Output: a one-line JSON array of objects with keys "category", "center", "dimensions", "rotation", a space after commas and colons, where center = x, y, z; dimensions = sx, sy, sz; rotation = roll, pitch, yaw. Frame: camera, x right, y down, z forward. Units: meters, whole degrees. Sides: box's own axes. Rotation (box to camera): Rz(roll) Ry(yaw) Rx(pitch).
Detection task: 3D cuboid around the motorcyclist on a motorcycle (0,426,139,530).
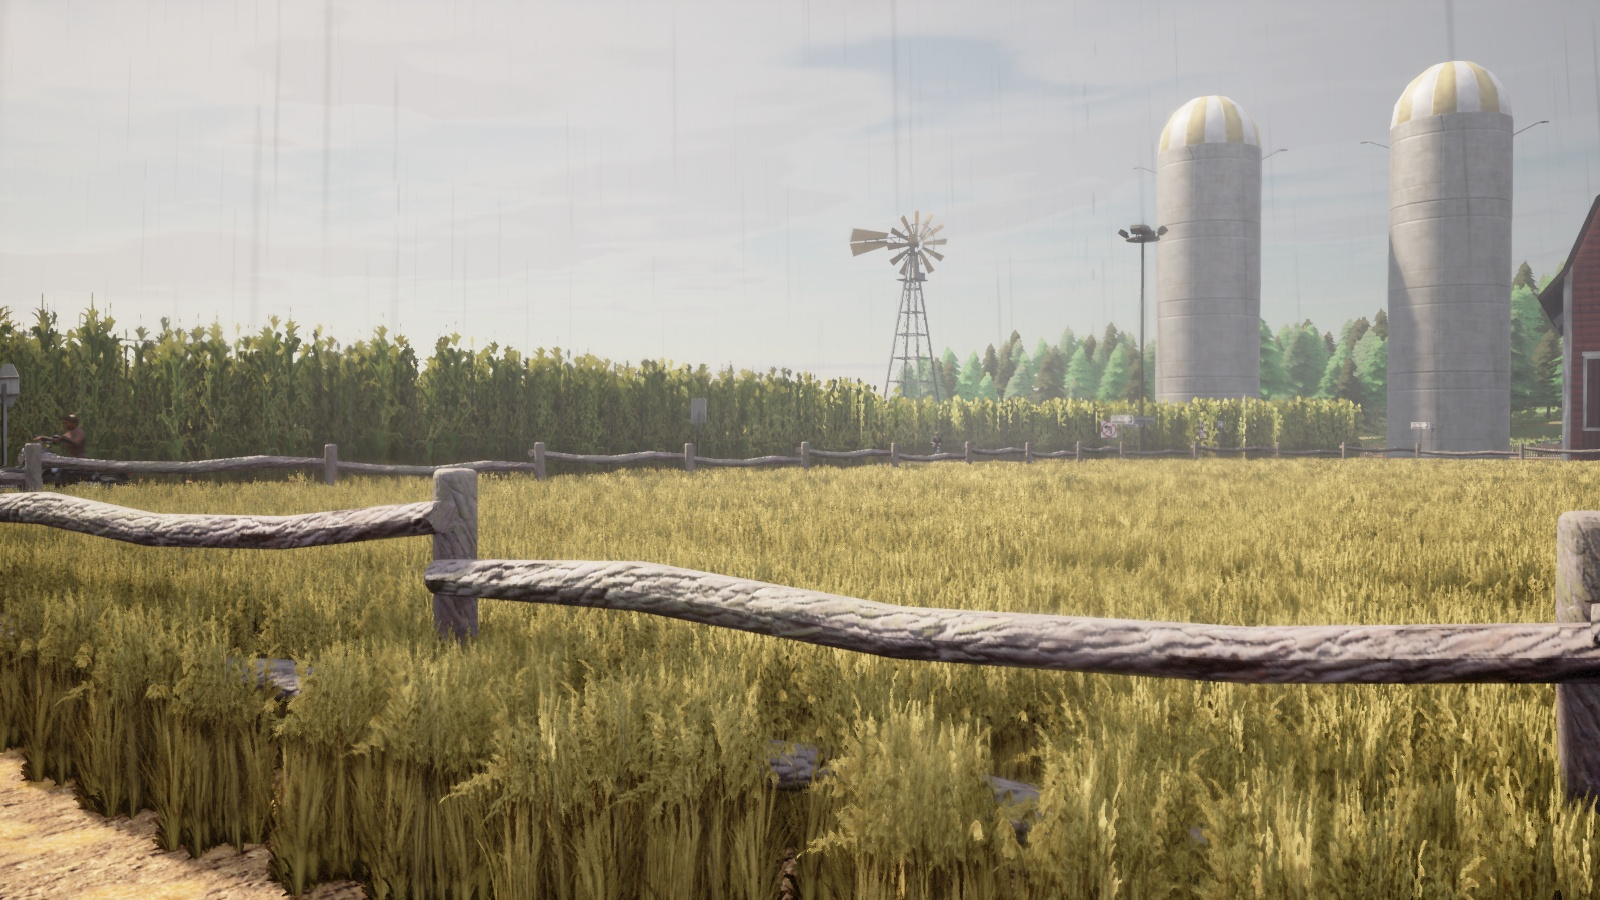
[{"category": "motorcyclist on a motorcycle", "center": [-12.373, 0.436, 20.883], "dimensions": [0.766, 1.649, 2.350], "rotation": [0, 0, 34]}]
